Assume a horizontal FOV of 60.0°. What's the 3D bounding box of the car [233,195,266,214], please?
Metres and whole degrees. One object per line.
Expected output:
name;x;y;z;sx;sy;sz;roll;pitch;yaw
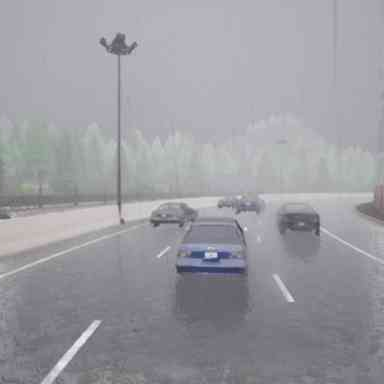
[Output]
car;5.527;1.046;30.673;2.097;1.767;4.553;0;1;19

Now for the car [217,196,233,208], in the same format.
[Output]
car;4.430;1.174;37.624;2.033;1.411;5.357;0;1;23

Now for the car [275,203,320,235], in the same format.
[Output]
car;5.507;1.299;17.702;1.882;1.535;5.008;0;1;11

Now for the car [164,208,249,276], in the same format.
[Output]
car;0.709;1.447;10.017;2.033;1.411;5.357;0;1;6

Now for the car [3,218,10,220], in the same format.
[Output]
car;-9.546;1.225;13.419;2.097;1.767;4.553;0;1;8

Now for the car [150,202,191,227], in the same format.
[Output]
car;-1.012;1.342;20.850;2.033;1.411;5.357;0;1;13
